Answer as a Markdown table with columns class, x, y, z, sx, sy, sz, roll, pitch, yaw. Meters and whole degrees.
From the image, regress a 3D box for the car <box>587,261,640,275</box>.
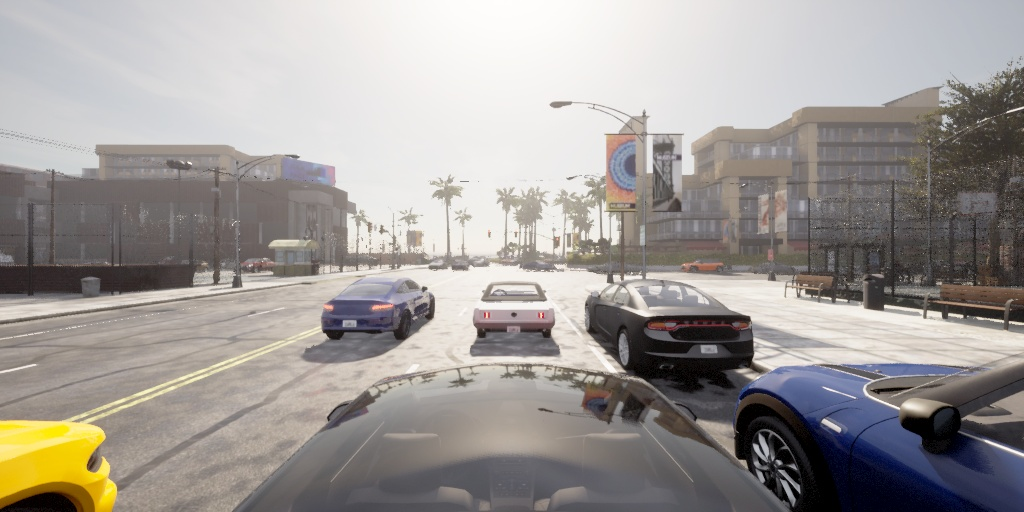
| class | x | y | z | sx | sy | sz | roll | pitch | yaw |
| --- | --- | --- | --- | --- | --- | --- | --- | --- | --- |
| car | 10.912 | 1.297 | 38.733 | 5.357 | 1.411 | 2.033 | 0 | 0 | 6 |

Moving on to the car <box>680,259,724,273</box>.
| class | x | y | z | sx | sy | sz | roll | pitch | yaw |
| --- | --- | --- | --- | --- | --- | --- | --- | --- | --- |
| car | 22.181 | 1.102 | 42.008 | 4.553 | 1.767 | 2.097 | 0 | 0 | -1 |

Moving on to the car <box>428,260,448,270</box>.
| class | x | y | z | sx | sy | sz | roll | pitch | yaw |
| --- | --- | --- | --- | --- | --- | --- | --- | --- | --- |
| car | -10.477 | 1.297 | 51.173 | 2.033 | 1.411 | 5.357 | 0 | 0 | 2 |

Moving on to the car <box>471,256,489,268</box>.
| class | x | y | z | sx | sy | sz | roll | pitch | yaw |
| --- | --- | --- | --- | --- | --- | --- | --- | --- | --- |
| car | -5.522 | 1.243 | 63.004 | 2.128 | 1.511 | 4.902 | 0 | 0 | 15 |

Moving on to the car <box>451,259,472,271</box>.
| class | x | y | z | sx | sy | sz | roll | pitch | yaw |
| --- | --- | --- | --- | --- | --- | --- | --- | --- | --- |
| car | -7.013 | 1.351 | 48.731 | 1.895 | 1.301 | 4.718 | 0 | 0 | 1 |

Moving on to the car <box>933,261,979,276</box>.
| class | x | y | z | sx | sy | sz | roll | pitch | yaw |
| --- | --- | --- | --- | --- | --- | --- | --- | --- | --- |
| car | 45.165 | 1.241 | 35.124 | 4.902 | 1.511 | 2.128 | 0 | 0 | -1 |

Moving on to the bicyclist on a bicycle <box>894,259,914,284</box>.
| class | x | y | z | sx | sy | sz | roll | pitch | yaw |
| --- | --- | --- | --- | --- | --- | --- | --- | --- | --- |
| bicyclist on a bicycle | 26.068 | 1.050 | 24.063 | 0.582 | 1.620 | 1.656 | 0 | 0 | -1 |

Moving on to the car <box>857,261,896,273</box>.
| class | x | y | z | sx | sy | sz | roll | pitch | yaw |
| --- | --- | --- | --- | --- | --- | --- | --- | --- | --- |
| car | 43.536 | 1.257 | 42.124 | 4.892 | 1.490 | 1.837 | 1 | 0 | 0 |

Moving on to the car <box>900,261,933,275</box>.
| class | x | y | z | sx | sy | sz | roll | pitch | yaw |
| --- | --- | --- | --- | --- | --- | --- | --- | --- | --- |
| car | 45.133 | 1.265 | 38.624 | 5.008 | 1.535 | 1.882 | 0 | 0 | -1 |

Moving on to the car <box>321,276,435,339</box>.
| class | x | y | z | sx | sy | sz | roll | pitch | yaw |
| --- | --- | --- | --- | --- | --- | --- | --- | --- | --- |
| car | -3.441 | 1.276 | 9.938 | 1.812 | 1.442 | 4.674 | 0 | 0 | 0 |

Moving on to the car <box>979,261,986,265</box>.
| class | x | y | z | sx | sy | sz | roll | pitch | yaw |
| --- | --- | --- | --- | --- | --- | --- | --- | --- | --- |
| car | 45.198 | 1.241 | 31.624 | 4.902 | 1.511 | 2.128 | 0 | 0 | -1 |

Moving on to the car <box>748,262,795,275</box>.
| class | x | y | z | sx | sy | sz | roll | pitch | yaw |
| --- | --- | --- | --- | --- | --- | --- | --- | --- | --- |
| car | 27.828 | 1.314 | 38.556 | 4.181 | 1.385 | 1.994 | 0 | 0 | 0 |

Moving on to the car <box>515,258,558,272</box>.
| class | x | y | z | sx | sy | sz | roll | pitch | yaw |
| --- | --- | --- | --- | --- | --- | --- | --- | --- | --- |
| car | 3.146 | 1.297 | 46.989 | 2.033 | 1.411 | 5.357 | 0 | 0 | -34 |

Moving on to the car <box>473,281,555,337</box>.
| class | x | y | z | sx | sy | sz | roll | pitch | yaw |
| --- | --- | --- | --- | --- | --- | --- | --- | --- | --- |
| car | 0.061 | 1.351 | 10.233 | 1.895 | 1.301 | 4.718 | 0 | 0 | 0 |

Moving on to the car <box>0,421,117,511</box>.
| class | x | y | z | sx | sy | sz | roll | pitch | yaw |
| --- | --- | --- | --- | --- | --- | --- | --- | --- | --- |
| car | -3.402 | 1.228 | 0.120 | 1.882 | 1.535 | 5.008 | 0 | 0 | 0 |
